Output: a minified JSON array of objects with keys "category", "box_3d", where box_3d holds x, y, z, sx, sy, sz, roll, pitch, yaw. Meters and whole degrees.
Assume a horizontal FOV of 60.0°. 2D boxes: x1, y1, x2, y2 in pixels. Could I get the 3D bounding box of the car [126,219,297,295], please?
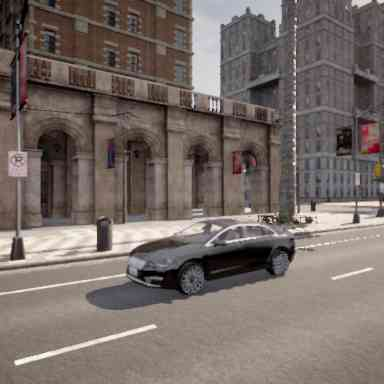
[{"category":"car","box_3d":[0.699,1.495,8.778,4.902,1.511,2.128,0,0,-35]}]
